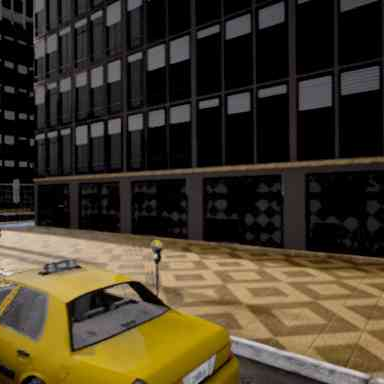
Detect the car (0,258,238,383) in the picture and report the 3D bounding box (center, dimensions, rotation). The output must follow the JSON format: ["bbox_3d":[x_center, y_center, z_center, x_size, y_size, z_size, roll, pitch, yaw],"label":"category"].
[{"bbox_3d":[-1.816,1.523,4.190,4.829,1.417,1.752,0,-1,35],"label":"car"}]
